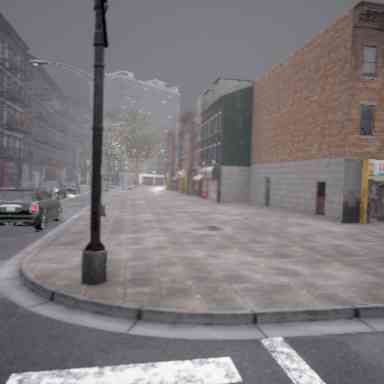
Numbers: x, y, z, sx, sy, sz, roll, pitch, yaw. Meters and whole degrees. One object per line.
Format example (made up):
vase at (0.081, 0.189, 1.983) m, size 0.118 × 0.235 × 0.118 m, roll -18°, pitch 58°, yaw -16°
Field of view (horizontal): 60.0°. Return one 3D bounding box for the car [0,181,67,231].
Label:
car at (-7.098, 0.568, 14.416) m, size 2.097 × 1.767 × 4.553 m, roll 2°, pitch 2°, yaw -11°

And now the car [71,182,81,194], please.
car at (-15.137, -0.523, 41.785) m, size 2.033 × 1.411 × 5.357 m, roll 2°, pitch 2°, yaw -10°

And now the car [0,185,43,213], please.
car at (-11.413, 0.355, 21.462) m, size 2.033 × 1.411 × 5.357 m, roll 2°, pitch 2°, yaw -11°

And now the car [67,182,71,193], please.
car at (-13.243, -0.272, 31.396) m, size 2.097 × 1.767 × 4.553 m, roll 2°, pitch 2°, yaw -10°
